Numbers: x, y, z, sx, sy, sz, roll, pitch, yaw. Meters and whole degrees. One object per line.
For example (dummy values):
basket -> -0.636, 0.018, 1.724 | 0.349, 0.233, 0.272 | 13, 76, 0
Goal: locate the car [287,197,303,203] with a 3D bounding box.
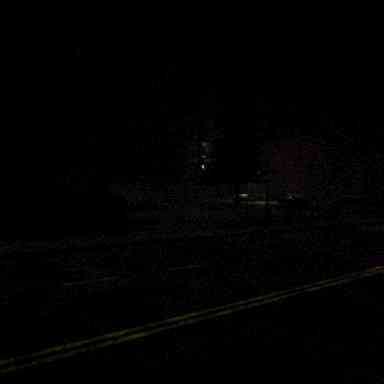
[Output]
car -> 27.949, 2.097, 90.141 | 1.784, 1.438, 3.905 | 1, 0, -36

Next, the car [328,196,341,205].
car -> 29.662, 2.043, 72.816 | 1.970, 1.475, 3.806 | 1, 0, -36

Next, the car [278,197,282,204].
car -> 25.591, 2.101, 88.461 | 1.970, 1.475, 3.806 | 1, 0, -36

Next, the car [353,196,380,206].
car -> 43.370, 1.966, 82.699 | 1.932, 1.855, 4.605 | 1, 0, -36

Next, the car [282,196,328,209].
car -> 14.335, 1.553, 42.376 | 2.097, 1.767, 4.553 | 1, 0, -36
